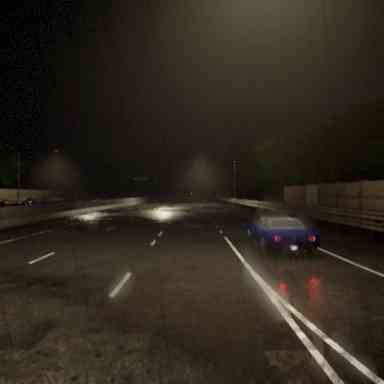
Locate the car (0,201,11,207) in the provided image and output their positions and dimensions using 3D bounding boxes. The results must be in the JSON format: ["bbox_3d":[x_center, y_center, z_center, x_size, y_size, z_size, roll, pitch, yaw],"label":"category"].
[{"bbox_3d":[-21.164,1.722,35.423,1.837,1.490,4.892,0,0,0],"label":"car"}]

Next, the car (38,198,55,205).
[{"bbox_3d":[-24.697,1.955,58.320,1.994,1.385,4.181,0,0,0],"label":"car"}]

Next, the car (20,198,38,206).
[{"bbox_3d":[-28.197,1.780,58.229,2.097,1.767,4.553,0,0,0],"label":"car"}]

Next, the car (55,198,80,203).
[{"bbox_3d":[-17.687,1.805,48.552,1.837,1.490,4.892,0,-1,0],"label":"car"}]

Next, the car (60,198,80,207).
[{"bbox_3d":[-21.199,1.875,58.005,1.837,1.490,4.892,0,-1,0],"label":"car"}]

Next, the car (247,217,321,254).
[{"bbox_3d":[3.548,1.686,13.887,1.895,1.301,4.718,0,0,-1],"label":"car"}]
